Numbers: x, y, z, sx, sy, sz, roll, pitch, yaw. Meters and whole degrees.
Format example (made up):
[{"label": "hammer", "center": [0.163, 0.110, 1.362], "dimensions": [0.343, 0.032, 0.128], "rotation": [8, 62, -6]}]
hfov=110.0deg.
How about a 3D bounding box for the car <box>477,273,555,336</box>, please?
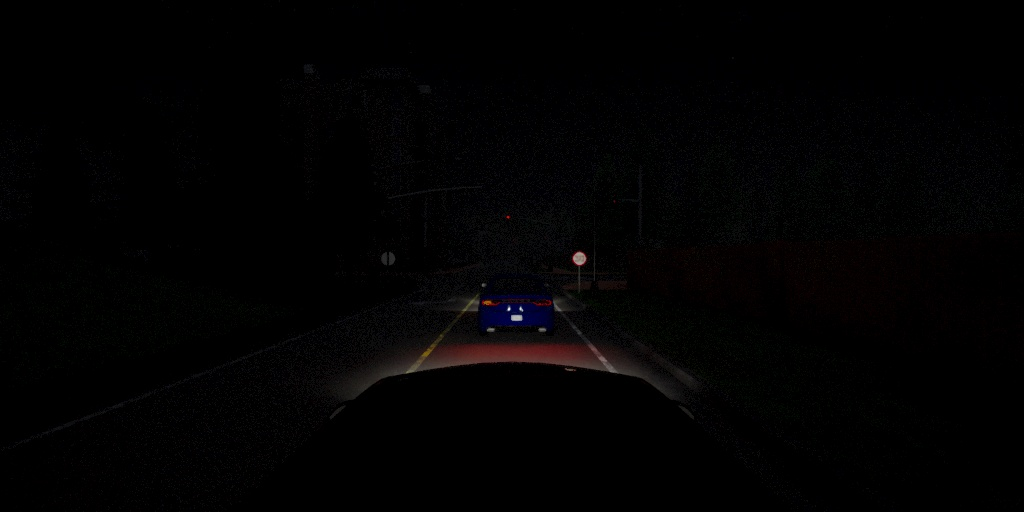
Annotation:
[{"label": "car", "center": [0.100, 1.228, 10.458], "dimensions": [1.882, 1.535, 5.008], "rotation": [0, 0, 0]}]
